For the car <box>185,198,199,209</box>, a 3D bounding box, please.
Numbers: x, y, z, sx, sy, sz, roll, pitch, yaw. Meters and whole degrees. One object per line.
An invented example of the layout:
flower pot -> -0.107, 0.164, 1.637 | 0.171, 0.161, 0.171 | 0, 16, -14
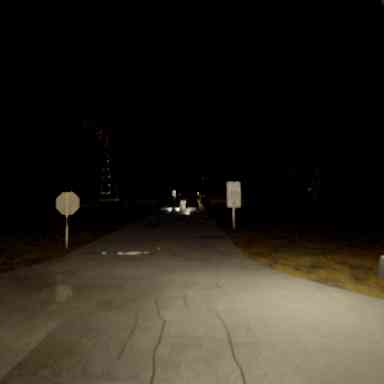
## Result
car -> 0.003, 1.723, 48.788 | 1.994, 1.385, 4.181 | 0, 0, 0

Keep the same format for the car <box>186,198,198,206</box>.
car -> 0.005, 1.739, 58.840 | 1.994, 1.385, 4.181 | 0, 0, 0

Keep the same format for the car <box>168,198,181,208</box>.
car -> -2.746, 1.721, 53.002 | 2.033, 1.411, 5.357 | 0, 0, 0
